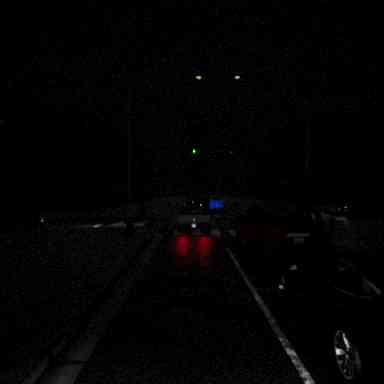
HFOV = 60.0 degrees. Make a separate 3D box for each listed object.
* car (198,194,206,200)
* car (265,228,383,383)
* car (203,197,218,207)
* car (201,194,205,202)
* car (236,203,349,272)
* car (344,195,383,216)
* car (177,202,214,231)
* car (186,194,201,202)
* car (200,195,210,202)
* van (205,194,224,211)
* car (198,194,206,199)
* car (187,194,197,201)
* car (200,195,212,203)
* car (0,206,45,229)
[{"bbox_3d":[2.629,1.278,85.558,1.947,1.339,4.313,-1,0,0],"label":"car"},{"bbox_3d":[2.628,1.540,5.137,1.947,1.339,4.313,-1,0,0],"label":"car"},{"bbox_3d":[2.629,1.386,47.713,1.802,1.307,4.206,-1,0,0],"label":"car"},{"bbox_3d":[2.625,1.137,42.306,2.192,1.841,5.009,-1,0,0],"label":"car"},{"bbox_3d":[2.625,1.264,10.538,2.192,1.841,5.009,-1,0,0],"label":"car"},{"bbox_3d":[13.571,0.994,25.236,4.892,1.490,1.837,-1,1,0],"label":"car"},{"bbox_3d":[0.101,1.509,20.021,1.895,1.301,4.718,0,0,0],"label":"car"},{"bbox_3d":[0.102,1.366,48.341,1.994,1.385,4.181,0,0,0],"label":"car"},{"bbox_3d":[2.629,1.289,69.339,1.887,1.381,4.507,-1,0,0],"label":"car"},{"bbox_3d":[2.626,1.182,36.900,1.690,1.788,3.998,-1,0,0],"label":"van"},{"bbox_3d":[2.629,1.256,90.965,2.008,1.369,4.403,-1,0,0],"label":"car"},{"bbox_3d":[0.003,1.252,77.445,2.128,1.511,4.902,0,0,0],"label":"car"},{"bbox_3d":[2.629,1.309,63.932,2.008,1.369,4.403,-1,0,0],"label":"car"},{"bbox_3d":[-12.462,1.705,22.280,4.902,1.511,2.128,-2,1,1],"label":"car"}]
